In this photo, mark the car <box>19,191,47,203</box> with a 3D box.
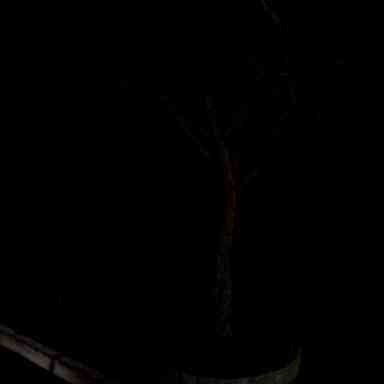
[{"bbox_3d":[-20.020,0.923,40.784,2.150,2.045,5.566,1,0,32],"label":"car"}]
